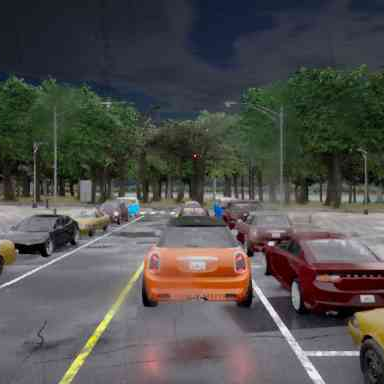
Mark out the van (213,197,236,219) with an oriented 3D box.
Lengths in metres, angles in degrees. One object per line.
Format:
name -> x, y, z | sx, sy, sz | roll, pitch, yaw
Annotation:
van -> 2.780, 1.344, 29.214 | 1.690, 1.788, 3.998 | 0, 0, 0

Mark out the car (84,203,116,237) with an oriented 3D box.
car -> -5.753, 1.526, 18.175 | 1.752, 1.417, 4.829 | 0, 0, 0

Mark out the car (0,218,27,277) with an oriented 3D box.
car -> -5.760, 1.525, 7.300 | 1.752, 1.417, 4.829 | 0, 0, 0

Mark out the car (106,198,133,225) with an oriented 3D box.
car -> -5.749, 1.442, 23.782 | 1.967, 1.590, 4.097 | 0, 0, 0

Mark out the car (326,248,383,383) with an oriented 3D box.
car -> 2.762, 1.525, 2.196 | 1.752, 1.417, 4.829 | 0, 0, 0

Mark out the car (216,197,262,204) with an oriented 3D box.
car -> 2.772, 1.316, 18.339 | 2.192, 1.841, 5.009 | 0, 0, 0

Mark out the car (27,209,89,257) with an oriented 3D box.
car -> -5.756, 1.566, 12.907 | 1.947, 1.339, 4.313 | 0, 0, 0

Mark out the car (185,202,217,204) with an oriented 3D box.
car -> 0.109, 1.492, 17.350 | 2.128, 1.511, 4.902 | 0, 0, 0

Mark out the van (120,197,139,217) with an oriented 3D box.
van -> -5.746, 1.344, 29.220 | 1.690, 1.788, 3.998 | 0, 0, 0

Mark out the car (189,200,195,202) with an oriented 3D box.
car -> 0.015, 1.459, 27.295 | 1.801, 1.575, 5.366 | 0, 0, 1

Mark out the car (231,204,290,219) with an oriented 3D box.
car -> 2.769, 1.440, 12.902 | 1.967, 1.590, 4.097 | 0, 0, 0

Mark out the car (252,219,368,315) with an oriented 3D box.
car -> 2.766, 1.544, 7.464 | 1.887, 1.381, 4.507 | 0, 0, 0

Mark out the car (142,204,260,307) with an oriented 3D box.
car -> 0.104, 1.352, 8.136 | 2.097, 1.767, 4.553 | 0, 0, 0
